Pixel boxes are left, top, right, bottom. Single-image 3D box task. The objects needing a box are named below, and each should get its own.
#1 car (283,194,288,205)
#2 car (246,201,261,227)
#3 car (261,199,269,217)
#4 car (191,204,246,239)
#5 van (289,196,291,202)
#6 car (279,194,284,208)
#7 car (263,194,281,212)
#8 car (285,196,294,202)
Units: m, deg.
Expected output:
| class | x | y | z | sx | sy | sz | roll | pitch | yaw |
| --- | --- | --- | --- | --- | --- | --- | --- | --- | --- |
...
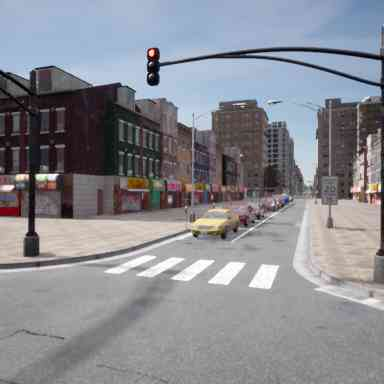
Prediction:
| class | x | y | z | sx | sy | sz | roll | pitch | yaw |
| --- | --- | --- | --- | --- | --- | --- | --- | --- | --- |
| car | 12.552 | 1.283 | 49.211 | 2.192 | 1.841 | 5.009 | 1 | 0 | 19 |
| car | 3.250 | 1.505 | 22.772 | 1.887 | 1.381 | 4.507 | 1 | 0 | 19 |
| car | 5.110 | 1.540 | 28.061 | 1.802 | 1.307 | 4.206 | 1 | 0 | 19 |
| car | 1.334 | 1.488 | 17.325 | 1.752 | 1.417 | 4.829 | 1 | 0 | 19 |
| van | 16.271 | 1.319 | 59.787 | 1.690 | 1.788 | 3.998 | 1 | 0 | 19 |
| car | 10.691 | 1.404 | 43.923 | 1.967 | 1.590 | 4.097 | 1 | 0 | 19 |
| car | 8.831 | 1.401 | 38.636 | 1.967 | 1.590 | 4.097 | 1 | 0 | 19 |
| car | 23.709 | 1.577 | 80.940 | 1.947 | 1.339 | 4.313 | 1 | 0 | 19 |
